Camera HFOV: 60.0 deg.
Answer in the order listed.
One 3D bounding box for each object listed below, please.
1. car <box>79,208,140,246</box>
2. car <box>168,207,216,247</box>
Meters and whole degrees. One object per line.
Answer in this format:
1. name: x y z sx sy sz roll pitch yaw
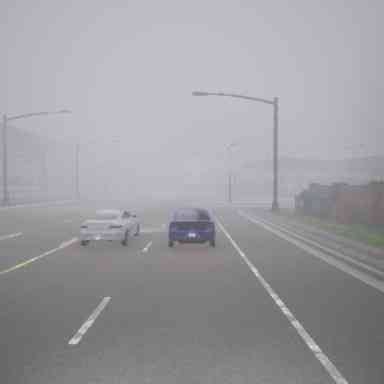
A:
1. car: -3.500 1.440 14.643 1.812 1.442 4.674 0 1 0
2. car: 0.000 1.392 14.643 1.882 1.535 5.008 0 1 0
